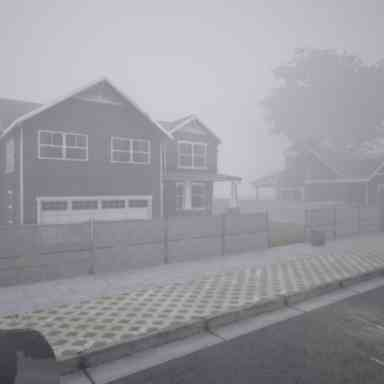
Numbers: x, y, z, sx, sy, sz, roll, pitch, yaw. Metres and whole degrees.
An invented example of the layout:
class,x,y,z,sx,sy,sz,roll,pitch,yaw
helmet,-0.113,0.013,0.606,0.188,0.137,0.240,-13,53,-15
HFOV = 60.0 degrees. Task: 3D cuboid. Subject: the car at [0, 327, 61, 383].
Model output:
class,x,y,z,sx,sy,sz,roll,pitch,yaw
car,-2.943,1.495,1.087,4.902,1.511,2.128,0,0,-33
